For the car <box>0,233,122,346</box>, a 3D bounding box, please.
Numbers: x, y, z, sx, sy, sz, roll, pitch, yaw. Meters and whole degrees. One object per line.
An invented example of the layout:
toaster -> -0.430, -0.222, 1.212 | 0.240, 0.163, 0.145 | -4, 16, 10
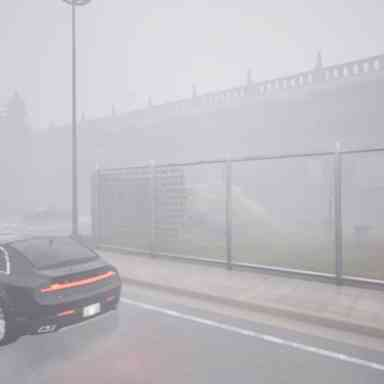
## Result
car -> -3.479, 1.570, 6.506 | 4.892, 1.490, 1.837 | -1, 0, 36

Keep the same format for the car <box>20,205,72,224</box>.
car -> -12.294, 1.848, 28.682 | 1.812, 1.442, 4.674 | -1, 0, 36
